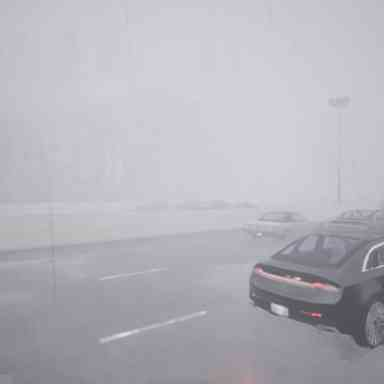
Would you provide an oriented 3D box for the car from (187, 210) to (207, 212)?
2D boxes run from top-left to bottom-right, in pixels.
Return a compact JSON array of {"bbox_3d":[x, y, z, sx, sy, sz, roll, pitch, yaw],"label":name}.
[{"bbox_3d":[2.180,1.536,33.154,5.008,1.535,1.882,0,0,-43],"label":"car"}]

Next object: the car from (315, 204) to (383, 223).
[{"bbox_3d":[7.739,1.513,14.467,4.902,1.511,2.128,0,0,-40],"label":"car"}]

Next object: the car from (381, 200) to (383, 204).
[{"bbox_3d":[17.281,1.391,28.057,2.097,1.767,4.553,0,0,45],"label":"car"}]

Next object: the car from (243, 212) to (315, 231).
[{"bbox_3d":[4.773,1.628,16.521,4.718,1.301,1.895,0,0,-40],"label":"car"}]

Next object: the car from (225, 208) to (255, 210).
[{"bbox_3d":[4.479,1.616,30.531,4.181,1.385,1.994,0,0,-43],"label":"car"}]

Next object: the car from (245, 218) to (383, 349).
[{"bbox_3d":[3.201,1.502,6.326,4.902,1.511,2.128,0,0,-37],"label":"car"}]

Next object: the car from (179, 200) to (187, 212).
[{"bbox_3d":[-0.247,1.557,35.678,4.902,1.511,2.128,0,0,-43],"label":"car"}]
